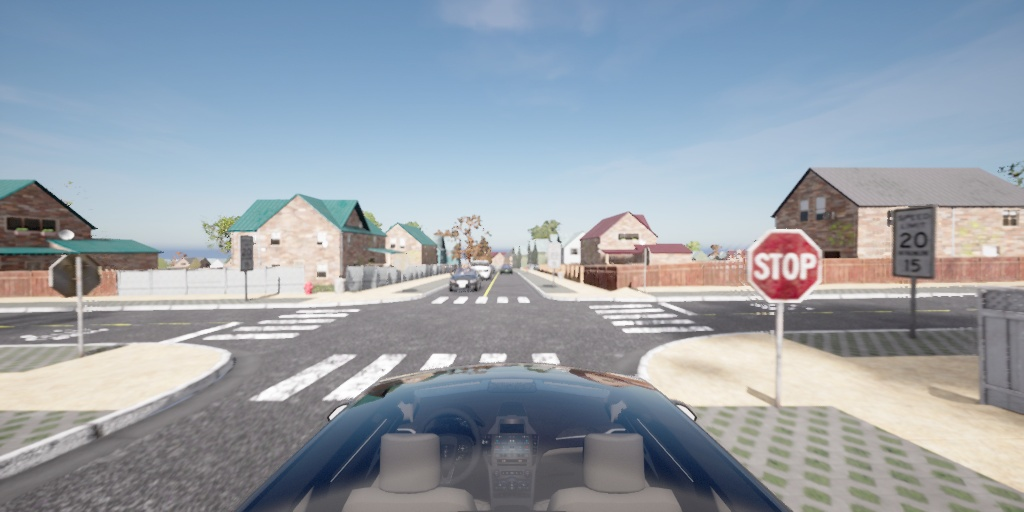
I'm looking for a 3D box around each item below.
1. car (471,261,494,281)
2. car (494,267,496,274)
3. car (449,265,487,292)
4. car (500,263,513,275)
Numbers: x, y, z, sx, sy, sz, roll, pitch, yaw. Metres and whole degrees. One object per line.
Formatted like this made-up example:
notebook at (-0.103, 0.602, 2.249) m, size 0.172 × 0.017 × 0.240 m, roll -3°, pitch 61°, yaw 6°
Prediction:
car at (-3.339, 1.498, 37.889) m, size 2.150 × 2.045 × 5.566 m, roll 0°, pitch -1°, yaw -1°
car at (-3.665, 2.189, 59.359) m, size 1.837 × 1.490 × 4.892 m, roll 0°, pitch -2°, yaw -1°
car at (-3.073, 1.552, 24.220) m, size 2.128 × 1.511 × 4.902 m, roll 0°, pitch -1°, yaw -1°
car at (-0.834, 2.167, 55.629) m, size 1.994 × 1.385 × 4.181 m, roll 0°, pitch -1°, yaw -1°
